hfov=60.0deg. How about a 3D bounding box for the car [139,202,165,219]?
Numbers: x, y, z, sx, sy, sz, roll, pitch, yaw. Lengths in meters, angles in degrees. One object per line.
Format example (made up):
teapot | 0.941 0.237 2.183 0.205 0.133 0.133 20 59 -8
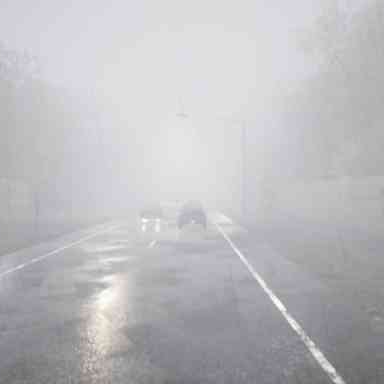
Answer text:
car | -3.590 1.647 30.490 1.994 1.385 4.181 0 0 0

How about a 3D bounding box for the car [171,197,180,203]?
car | -3.485 1.714 71.716 1.895 1.301 4.718 0 0 0

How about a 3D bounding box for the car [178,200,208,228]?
car | 0.060 1.575 23.087 1.837 1.490 4.892 0 0 0
